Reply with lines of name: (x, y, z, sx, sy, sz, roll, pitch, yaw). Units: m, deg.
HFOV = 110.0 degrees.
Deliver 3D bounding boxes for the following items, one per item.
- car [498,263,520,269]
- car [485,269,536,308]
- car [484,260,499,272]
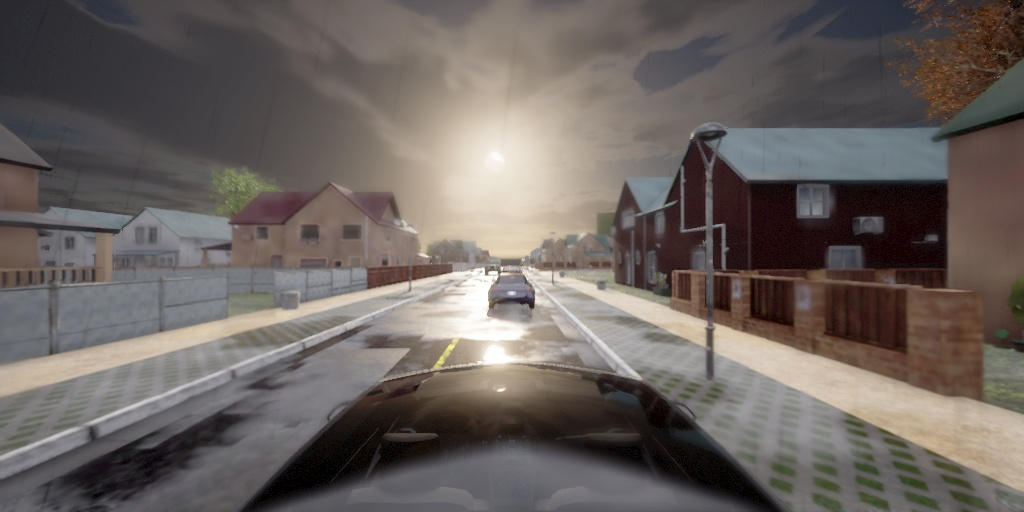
car: (-0.006, 1.577, 31.340, 1.882, 1.535, 5.008, 0, -1, 0)
car: (-0.002, 1.465, 16.159, 1.994, 1.385, 4.181, 0, -1, 0)
car: (-2.771, 1.641, 52.560, 2.150, 2.045, 5.566, 0, -1, 0)
